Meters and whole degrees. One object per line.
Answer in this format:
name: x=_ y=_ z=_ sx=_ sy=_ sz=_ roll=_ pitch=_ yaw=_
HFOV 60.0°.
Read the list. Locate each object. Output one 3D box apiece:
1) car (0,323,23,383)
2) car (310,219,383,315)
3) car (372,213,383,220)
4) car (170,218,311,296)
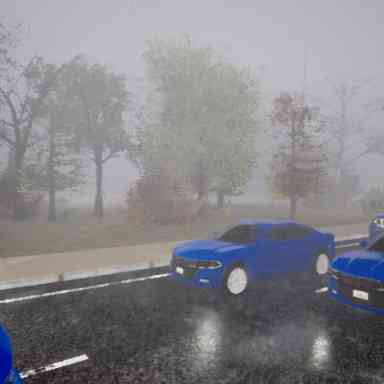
car: x=-3.406 y=1.473 z=1.220 sx=5.008 sy=1.535 sz=1.882 roll=0 pitch=0 yaw=-36
car: x=4.943 y=1.486 z=7.087 sx=5.008 sy=1.535 sz=1.882 roll=0 pitch=0 yaw=-34
car: x=10.051 y=1.236 z=14.475 sx=5.566 sy=2.045 sz=2.150 roll=0 pitch=0 yaw=-34
car: x=1.782 y=1.483 z=8.850 sx=5.008 sy=1.535 sz=1.882 roll=0 pitch=0 yaw=-35
